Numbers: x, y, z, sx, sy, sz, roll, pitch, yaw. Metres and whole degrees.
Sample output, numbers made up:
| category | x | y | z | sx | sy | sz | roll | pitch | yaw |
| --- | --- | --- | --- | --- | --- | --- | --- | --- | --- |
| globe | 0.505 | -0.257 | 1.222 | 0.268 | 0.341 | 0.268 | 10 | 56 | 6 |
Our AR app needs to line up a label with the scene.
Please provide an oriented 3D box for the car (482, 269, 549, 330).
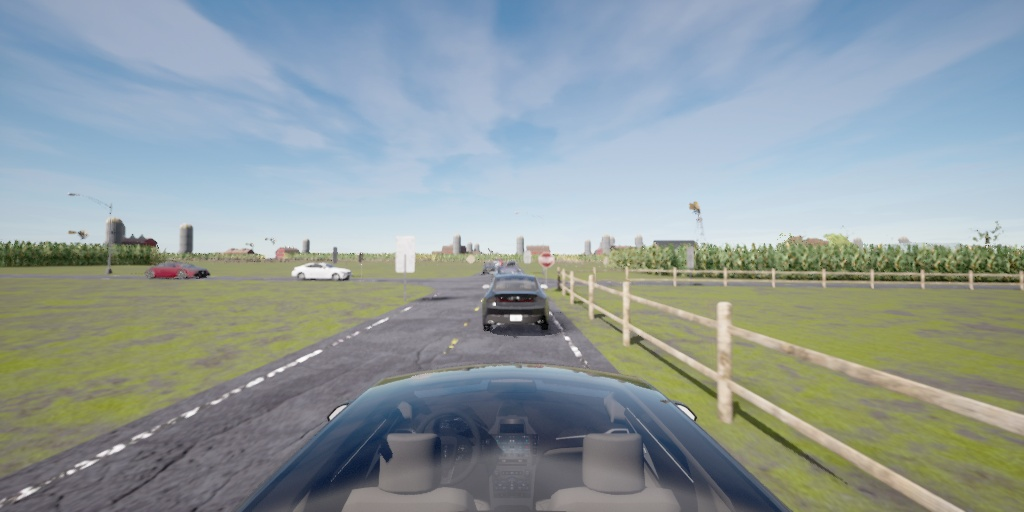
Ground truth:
| category | x | y | z | sx | sy | sz | roll | pitch | yaw |
| --- | --- | --- | --- | --- | --- | --- | --- | --- | --- |
| car | 0.101 | 1.327 | 11.403 | 1.837 | 1.490 | 4.892 | 0 | 0 | 0 |

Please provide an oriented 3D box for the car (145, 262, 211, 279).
| category | x | y | z | sx | sy | sz | roll | pitch | yaw |
| --- | --- | --- | --- | --- | --- | --- | --- | --- | --- |
| car | -27.750 | 1.210 | 29.870 | 4.181 | 1.385 | 1.994 | 1 | -1 | 0 |

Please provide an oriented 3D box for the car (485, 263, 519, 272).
| category | x | y | z | sx | sy | sz | roll | pitch | yaw |
| --- | --- | --- | --- | --- | --- | --- | --- | --- | --- |
| car | -0.371 | 1.392 | 22.649 | 2.128 | 1.511 | 4.902 | 0 | 0 | -7 |

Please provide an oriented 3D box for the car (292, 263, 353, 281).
| category | x | y | z | sx | sy | sz | roll | pitch | yaw |
| --- | --- | --- | --- | --- | --- | --- | --- | --- | --- |
| car | -15.710 | 1.298 | 29.789 | 4.674 | 1.442 | 1.812 | 1 | -1 | 2 |

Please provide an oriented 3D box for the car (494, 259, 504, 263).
| category | x | y | z | sx | sy | sz | roll | pitch | yaw |
| --- | --- | --- | --- | --- | --- | --- | --- | --- | --- |
| car | -2.808 | 1.679 | 61.425 | 1.812 | 1.442 | 4.674 | 0 | -1 | 1 |

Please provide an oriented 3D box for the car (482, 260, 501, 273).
| category | x | y | z | sx | sy | sz | roll | pitch | yaw |
| --- | --- | --- | --- | --- | --- | --- | --- | --- | --- |
| car | -2.851 | 1.570 | 47.164 | 1.837 | 1.490 | 4.892 | 0 | 0 | 0 |
